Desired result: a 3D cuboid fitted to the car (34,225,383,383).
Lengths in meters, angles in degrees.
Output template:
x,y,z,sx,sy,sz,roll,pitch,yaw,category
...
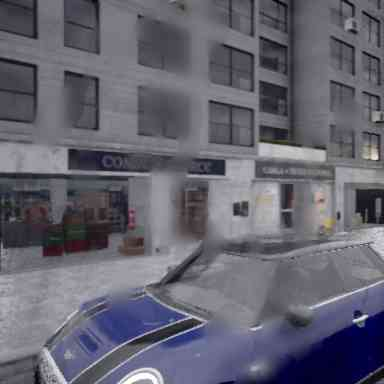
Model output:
x,y,z,sx,sy,sz,roll,pitch,yaw,category
0.686,1.350,3.866,4.553,1.767,2.097,0,0,-35,car
